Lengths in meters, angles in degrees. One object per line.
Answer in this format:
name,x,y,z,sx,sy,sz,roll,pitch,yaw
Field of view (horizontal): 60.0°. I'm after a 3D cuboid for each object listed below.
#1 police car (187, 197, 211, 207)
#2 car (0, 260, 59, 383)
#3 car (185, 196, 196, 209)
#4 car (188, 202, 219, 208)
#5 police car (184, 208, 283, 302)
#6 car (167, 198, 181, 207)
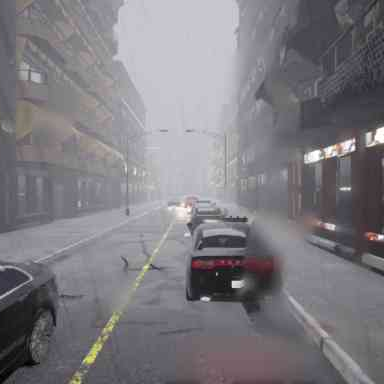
police car,0.825,1.434,24.453,1.930,1.638,5.238,0,0,0
car,-2.853,1.492,2.962,2.128,1.511,4.902,0,0,0
car,0.033,1.383,47.137,2.097,1.767,4.553,0,0,0
car,0.825,1.511,18.343,1.837,1.490,4.892,0,0,0
police car,0.825,1.427,8.452,1.930,1.638,5.238,0,0,0
car,-2.750,1.600,51.420,1.994,1.385,4.181,0,0,0
